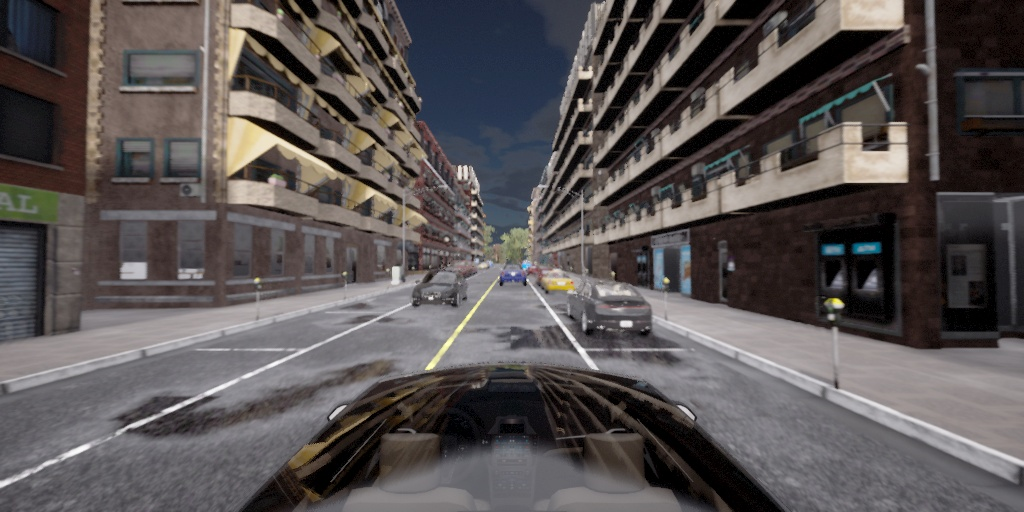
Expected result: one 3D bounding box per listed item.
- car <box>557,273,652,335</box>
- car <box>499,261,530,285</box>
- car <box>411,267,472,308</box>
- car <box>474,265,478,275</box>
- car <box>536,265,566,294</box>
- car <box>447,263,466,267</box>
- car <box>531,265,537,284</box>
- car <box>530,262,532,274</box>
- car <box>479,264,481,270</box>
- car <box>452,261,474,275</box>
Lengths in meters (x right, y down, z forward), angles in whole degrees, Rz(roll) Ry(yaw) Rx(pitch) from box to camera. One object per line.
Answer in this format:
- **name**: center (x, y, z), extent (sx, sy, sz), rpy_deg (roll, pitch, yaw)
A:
- **car**: center (2.691, 1.390, 10.640), extent (2.007, 1.370, 4.403), rpy_deg (0, 0, 0)
- **car**: center (0.090, 1.378, 28.943), extent (2.097, 1.767, 4.553), rpy_deg (0, 0, 0)
- **car**: center (-3.100, 1.400, 16.134), extent (1.837, 1.490, 4.892), rpy_deg (0, -1, 0)
- **car**: center (-5.690, 1.492, 44.105), extent (2.192, 1.841, 5.009), rpy_deg (0, 0, 0)
- **car**: center (2.691, 1.477, 21.952), extent (1.751, 1.417, 4.829), rpy_deg (0, 0, 0)
- **car**: center (-5.690, 1.631, 32.963), extent (1.948, 1.339, 4.313), rpy_deg (0, 0, 0)
- **car**: center (2.691, 1.590, 27.353), extent (1.802, 1.307, 4.207), rpy_deg (0, 0, 0)
- **car**: center (2.690, 1.759, 44.065), extent (1.802, 1.307, 4.207), rpy_deg (0, 0, 0)
- **car**: center (-5.690, 1.816, 49.676), extent (1.802, 1.307, 4.207), rpy_deg (0, 0, 0)
- **car**: center (-5.690, 1.436, 38.533), extent (2.192, 1.841, 5.009), rpy_deg (0, 0, 0)
